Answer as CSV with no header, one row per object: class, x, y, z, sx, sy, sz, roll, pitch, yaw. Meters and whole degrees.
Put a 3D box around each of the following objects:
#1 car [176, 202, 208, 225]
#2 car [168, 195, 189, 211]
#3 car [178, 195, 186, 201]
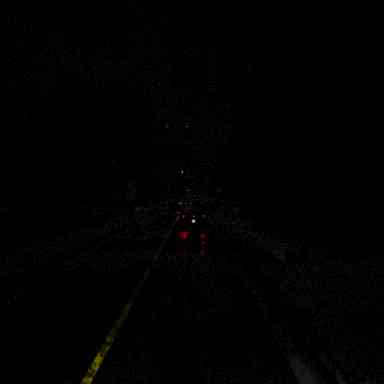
car,0.106,1.589,23.584,1.895,1.301,4.718,0,0,0
car,-1.538,1.490,39.818,2.128,1.511,4.902,0,0,-19
car,-2.658,1.625,89.079,1.837,1.490,4.892,0,0,0
